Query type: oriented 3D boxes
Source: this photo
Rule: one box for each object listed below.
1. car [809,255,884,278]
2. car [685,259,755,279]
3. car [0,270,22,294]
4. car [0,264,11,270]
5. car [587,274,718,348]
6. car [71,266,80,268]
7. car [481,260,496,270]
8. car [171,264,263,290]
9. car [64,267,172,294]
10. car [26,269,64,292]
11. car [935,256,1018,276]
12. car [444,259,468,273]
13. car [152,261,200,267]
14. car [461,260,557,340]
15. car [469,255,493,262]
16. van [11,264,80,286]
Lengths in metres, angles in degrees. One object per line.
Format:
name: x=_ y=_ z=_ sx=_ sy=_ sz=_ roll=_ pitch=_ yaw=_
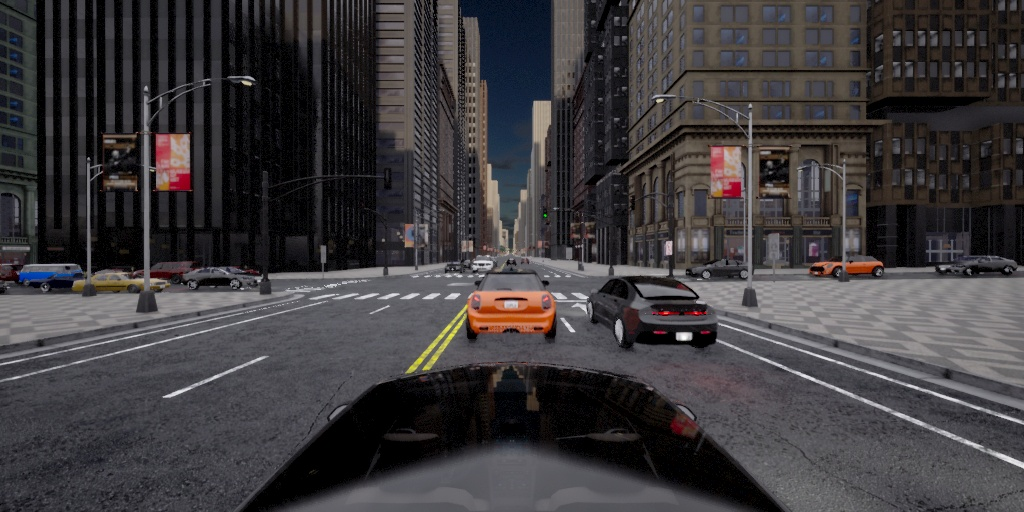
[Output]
car: x=25.949 y=0.719 z=27.946 sx=4.553 sy=1.767 sz=2.097 roll=-1 pitch=0 yaw=0
car: x=16.121 y=1.003 z=27.941 sx=4.892 sy=1.490 sz=1.837 roll=-1 pitch=0 yaw=0
car: x=-33.825 y=1.751 z=22.035 sx=4.403 sy=1.370 sz=2.007 roll=0 pitch=0 yaw=0
car: x=-44.394 y=1.621 z=30.583 sx=5.009 sy=1.841 sz=2.192 roll=0 pitch=0 yaw=0
car: x=3.235 y=1.255 z=9.173 sx=1.837 sy=1.490 sz=4.892 roll=0 pitch=0 yaw=0
car: x=-34.220 y=1.751 z=30.574 sx=4.207 sy=1.307 sz=1.802 roll=0 pitch=0 yaw=0
car: x=-3.465 y=1.284 z=53.224 sx=1.994 sy=1.385 sz=4.181 roll=0 pitch=0 yaw=1
car: x=-19.841 y=1.490 z=24.677 sx=4.902 sy=1.511 sz=2.128 roll=-1 pitch=0 yaw=1
car: x=-23.884 y=1.592 z=22.038 sx=4.829 sy=1.417 sz=1.751 roll=0 pitch=0 yaw=0
car: x=-29.677 y=1.733 z=24.701 sx=4.718 sy=1.301 sz=1.895 roll=-1 pitch=0 yaw=0
car: x=36.085 y=0.723 z=27.949 sx=4.902 sy=1.511 sz=2.128 roll=-1 pitch=0 yaw=0
car: x=-6.703 y=1.295 z=42.409 sx=1.994 sy=1.385 sz=4.181 roll=0 pitch=0 yaw=0
car: x=-29.133 y=1.414 z=30.570 sx=5.009 sy=1.841 sz=2.192 roll=0 pitch=0 yaw=0
car: x=-0.006 y=1.100 z=10.090 sx=2.097 sy=1.767 sz=4.553 roll=0 pitch=0 yaw=0
car: x=-3.456 y=0.951 z=43.252 sx=2.150 sy=2.045 sz=5.566 roll=0 pitch=0 yaw=0
van: x=-39.307 y=1.578 z=30.578 sx=3.998 sy=1.789 sz=1.690 roll=0 pitch=0 yaw=0
